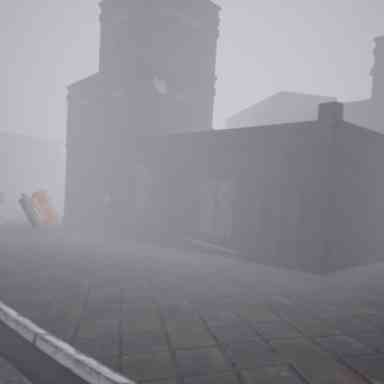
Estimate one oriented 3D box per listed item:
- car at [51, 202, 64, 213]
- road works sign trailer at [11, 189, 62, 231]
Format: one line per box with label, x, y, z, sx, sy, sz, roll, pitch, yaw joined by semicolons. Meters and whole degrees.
car;-20.763;2.387;54.202;2.097;1.767;4.553;4;-1;17
road works sign trailer;-10.049;1.313;20.724;2.880;2.380;3.560;-26;7;-18
